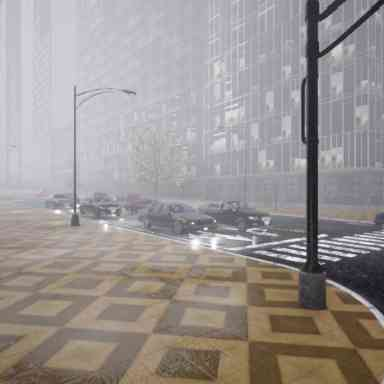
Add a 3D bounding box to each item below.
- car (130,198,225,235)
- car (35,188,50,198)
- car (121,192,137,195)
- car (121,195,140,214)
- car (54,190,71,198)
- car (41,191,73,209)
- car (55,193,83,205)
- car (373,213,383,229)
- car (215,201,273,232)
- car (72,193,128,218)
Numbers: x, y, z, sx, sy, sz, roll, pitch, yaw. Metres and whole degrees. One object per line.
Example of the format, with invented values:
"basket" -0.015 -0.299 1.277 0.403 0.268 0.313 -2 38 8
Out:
"car" -0.993 1.292 17.673 2.033 1.411 5.357 0 1 -38
"car" -28.496 0.111 63.717 2.097 1.767 4.553 0 1 -38
"car" -8.496 0.784 43.379 1.837 1.490 4.892 0 1 -38
"car" -3.436 1.194 26.048 1.895 1.301 4.718 0 1 -38
"car" -25.389 0.371 65.018 1.895 1.301 4.718 0 1 -38
"car" -13.402 0.902 33.517 1.812 1.442 4.674 0 1 -38
"car" -15.310 0.803 41.280 1.994 1.385 4.181 0 1 -38
"car" 12.142 1.519 17.382 4.718 1.301 1.895 3 2 32
"car" 2.289 1.254 18.757 2.128 1.511 4.902 0 1 -38
"car" -7.068 1.056 25.414 2.128 1.511 4.902 0 1 -38
